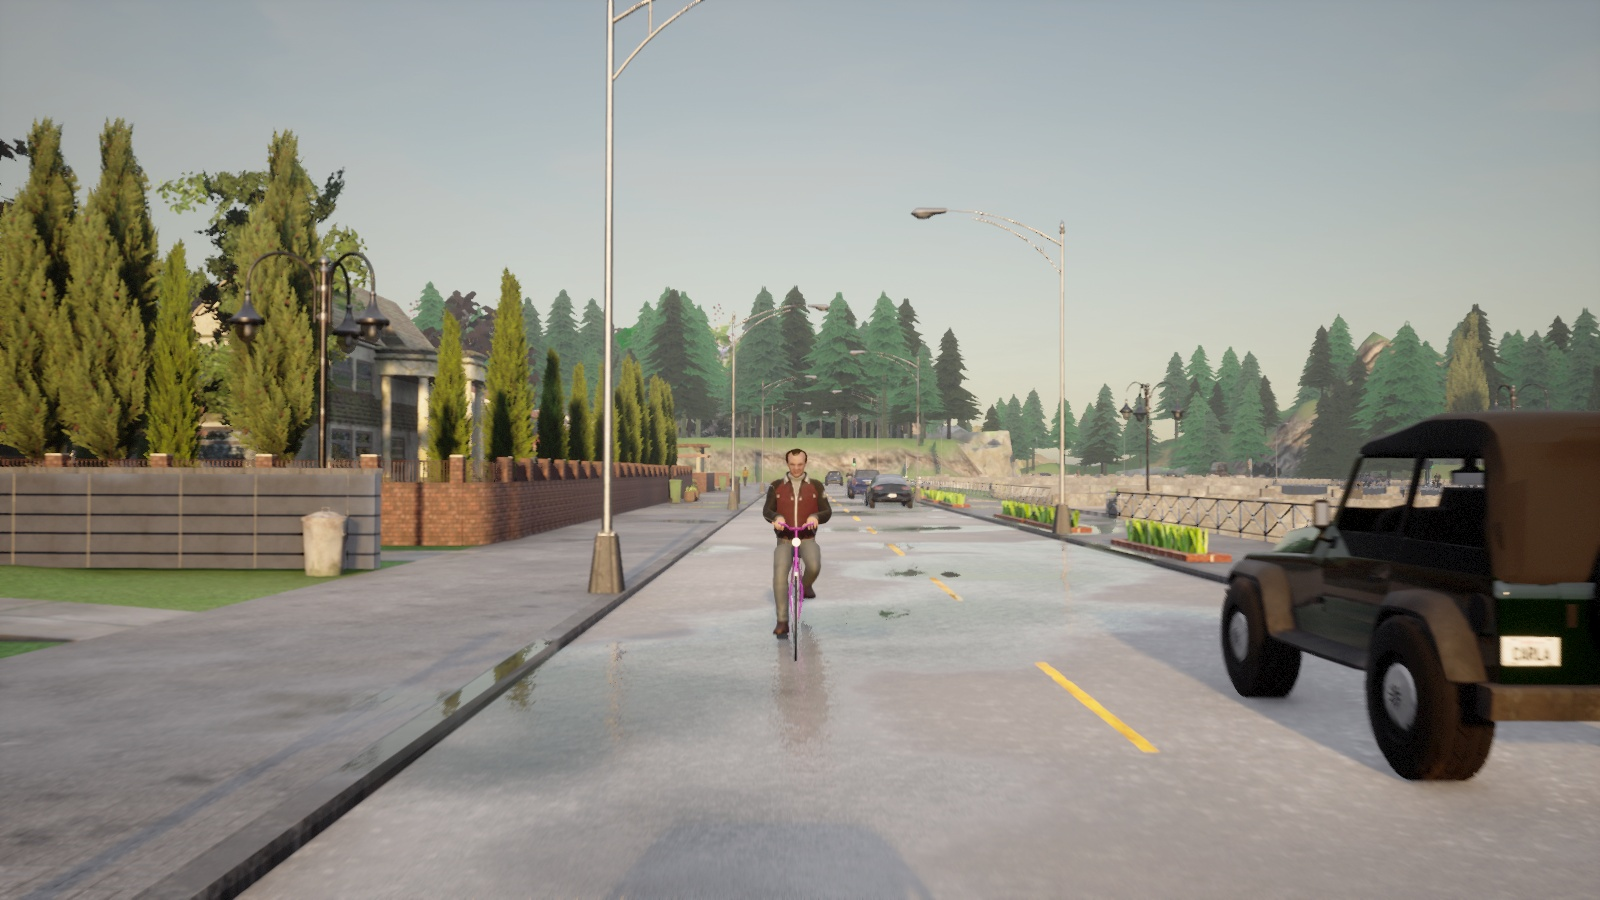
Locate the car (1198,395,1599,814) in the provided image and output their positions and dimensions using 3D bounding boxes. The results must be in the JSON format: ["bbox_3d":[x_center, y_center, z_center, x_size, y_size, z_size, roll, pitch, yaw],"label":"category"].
[{"bbox_3d":[3.982,0.722,7.582,1.905,1.878,3.866,0,-1,0],"label":"car"}]

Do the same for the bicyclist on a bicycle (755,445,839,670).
[{"bbox_3d":[-0.026,0.867,10.835,0.659,1.776,1.843,0,-1,0],"label":"bicyclist on a bicycle"}]

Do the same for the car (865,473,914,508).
[{"bbox_3d":[3.871,1.745,54.948,1.812,1.442,4.674,0,-1,0],"label":"car"}]

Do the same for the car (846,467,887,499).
[{"bbox_3d":[3.829,1.874,72.621,2.097,1.767,4.553,0,-1,0],"label":"car"}]
